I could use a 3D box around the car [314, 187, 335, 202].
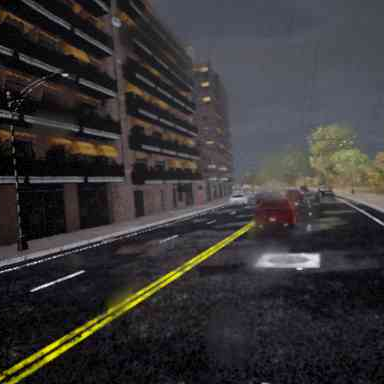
[{"bbox_3d":[14.632,0.219,36.815,2.128,1.511,4.902,-5,0,18],"label":"car"}]

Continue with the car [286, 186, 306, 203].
[{"bbox_3d":[11.595,0.452,37.950,1.882,1.535,5.008,-5,0,18],"label":"car"}]

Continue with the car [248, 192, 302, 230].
[{"bbox_3d":[4.625,1.064,17.915,1.882,1.535,5.008,-5,0,20],"label":"car"}]

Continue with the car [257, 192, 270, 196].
[{"bbox_3d":[8.770,0.750,40.250,2.033,1.411,5.357,-5,0,18],"label":"car"}]

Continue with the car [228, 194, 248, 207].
[{"bbox_3d":[5.890,0.961,41.927,1.812,1.442,4.674,-5,0,18],"label":"car"}]

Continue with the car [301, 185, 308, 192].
[{"bbox_3d":[25.919,-0.816,77.675,1.837,1.490,4.892,-5,0,13],"label":"car"}]
